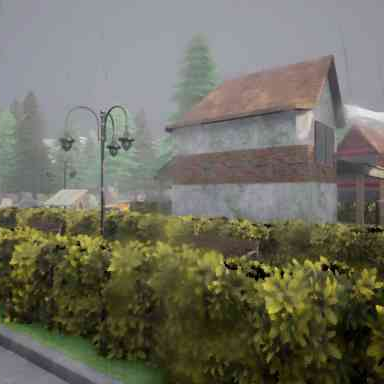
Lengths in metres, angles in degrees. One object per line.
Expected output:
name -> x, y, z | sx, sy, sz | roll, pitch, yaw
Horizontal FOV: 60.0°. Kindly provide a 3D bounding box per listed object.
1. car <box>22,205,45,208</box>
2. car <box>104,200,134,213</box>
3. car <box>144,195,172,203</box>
car -> -14.073, 1.763, 28.636 | 1.895, 1.301, 4.718 | 0, 0, 36
car -> -7.805, 1.640, 37.291 | 1.882, 1.535, 5.008 | 0, 0, 36
car -> -3.053, 1.384, 37.595 | 2.150, 2.045, 5.566 | 0, 0, 37
